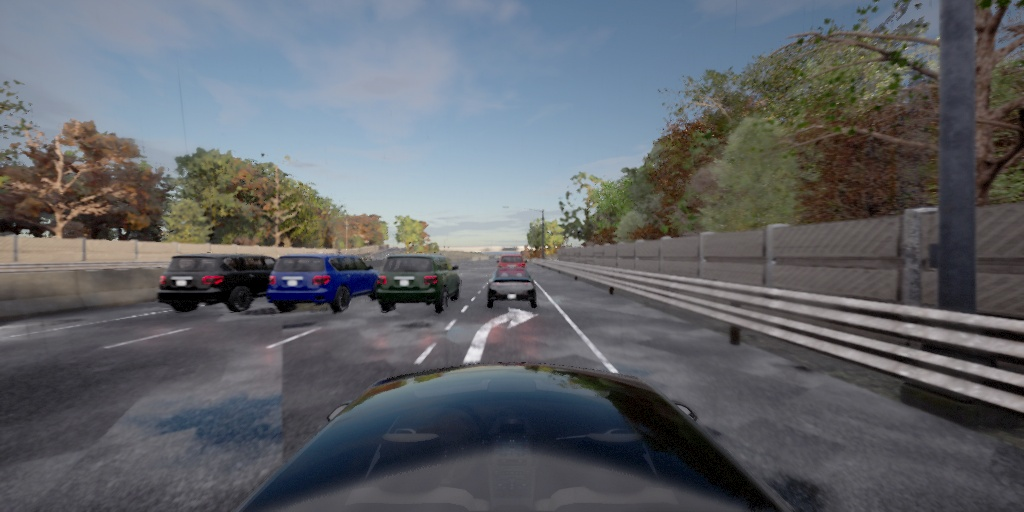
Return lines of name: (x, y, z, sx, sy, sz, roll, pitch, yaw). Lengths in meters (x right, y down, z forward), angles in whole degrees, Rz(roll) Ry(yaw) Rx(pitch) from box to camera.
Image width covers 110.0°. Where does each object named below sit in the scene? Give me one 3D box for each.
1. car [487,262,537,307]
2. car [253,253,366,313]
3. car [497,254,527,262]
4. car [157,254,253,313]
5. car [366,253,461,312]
car: (-0.007, 1.200, 15.024, 2.128, 1.511, 4.902, 0, 0, 0)
car: (-6.908, 0.931, 13.962, 2.150, 2.045, 5.566, 0, 0, 0)
car: (-0.016, 0.899, 27.726, 2.150, 2.045, 5.566, 0, 0, 0)
car: (-10.410, 0.930, 13.972, 2.150, 2.045, 5.566, 0, 0, 0)
car: (-3.410, 0.932, 14.025, 2.150, 2.045, 5.566, 0, 0, 0)
